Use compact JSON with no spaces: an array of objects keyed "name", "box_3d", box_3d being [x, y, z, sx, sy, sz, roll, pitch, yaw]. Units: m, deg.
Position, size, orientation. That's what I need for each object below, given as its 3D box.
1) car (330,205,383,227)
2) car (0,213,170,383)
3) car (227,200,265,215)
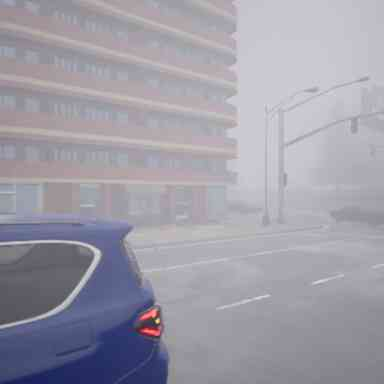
[{"name":"car","box_3d":[12.079,1.601,23.292,1.895,1.301,4.718,0,0,-21]},{"name":"car","box_3d":[-2.790,1.221,1.985,5.566,2.045,2.150,0,0,-36]},{"name":"car","box_3d":[5.022,1.547,34.502,2.033,1.411,5.357,0,0,-36]}]
